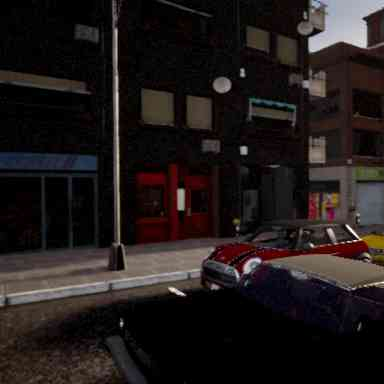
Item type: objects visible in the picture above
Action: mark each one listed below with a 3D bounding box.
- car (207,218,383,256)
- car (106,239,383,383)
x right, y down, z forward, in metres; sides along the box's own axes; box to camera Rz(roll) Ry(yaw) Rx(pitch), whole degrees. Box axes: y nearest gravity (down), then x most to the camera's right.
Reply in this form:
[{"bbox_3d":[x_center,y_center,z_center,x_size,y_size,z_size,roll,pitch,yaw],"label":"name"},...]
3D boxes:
[{"bbox_3d":[2.193,1.393,7.643,4.097,1.590,1.967,0,0,-31],"label":"car"},{"bbox_3d":[1.431,1.575,4.170,4.718,1.301,1.895,0,1,-31],"label":"car"}]
